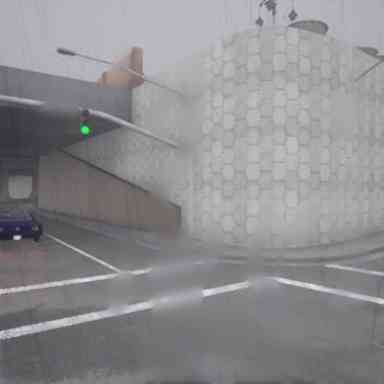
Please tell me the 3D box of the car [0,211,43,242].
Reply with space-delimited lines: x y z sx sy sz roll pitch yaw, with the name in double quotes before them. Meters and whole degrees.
"car" -8.148 1.492 14.936 1.895 1.301 4.718 0 0 -35
